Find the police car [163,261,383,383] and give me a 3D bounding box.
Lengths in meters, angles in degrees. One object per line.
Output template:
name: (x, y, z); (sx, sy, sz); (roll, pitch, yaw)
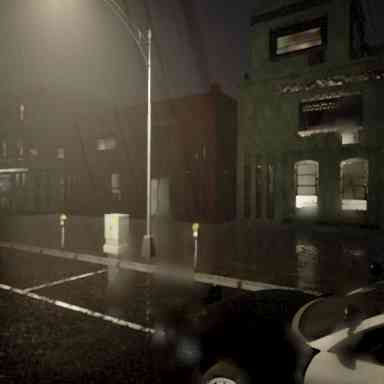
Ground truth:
police car: (2.077, 1.425, 2.813); (5.238, 1.638, 1.930); (0, 0, 34)
